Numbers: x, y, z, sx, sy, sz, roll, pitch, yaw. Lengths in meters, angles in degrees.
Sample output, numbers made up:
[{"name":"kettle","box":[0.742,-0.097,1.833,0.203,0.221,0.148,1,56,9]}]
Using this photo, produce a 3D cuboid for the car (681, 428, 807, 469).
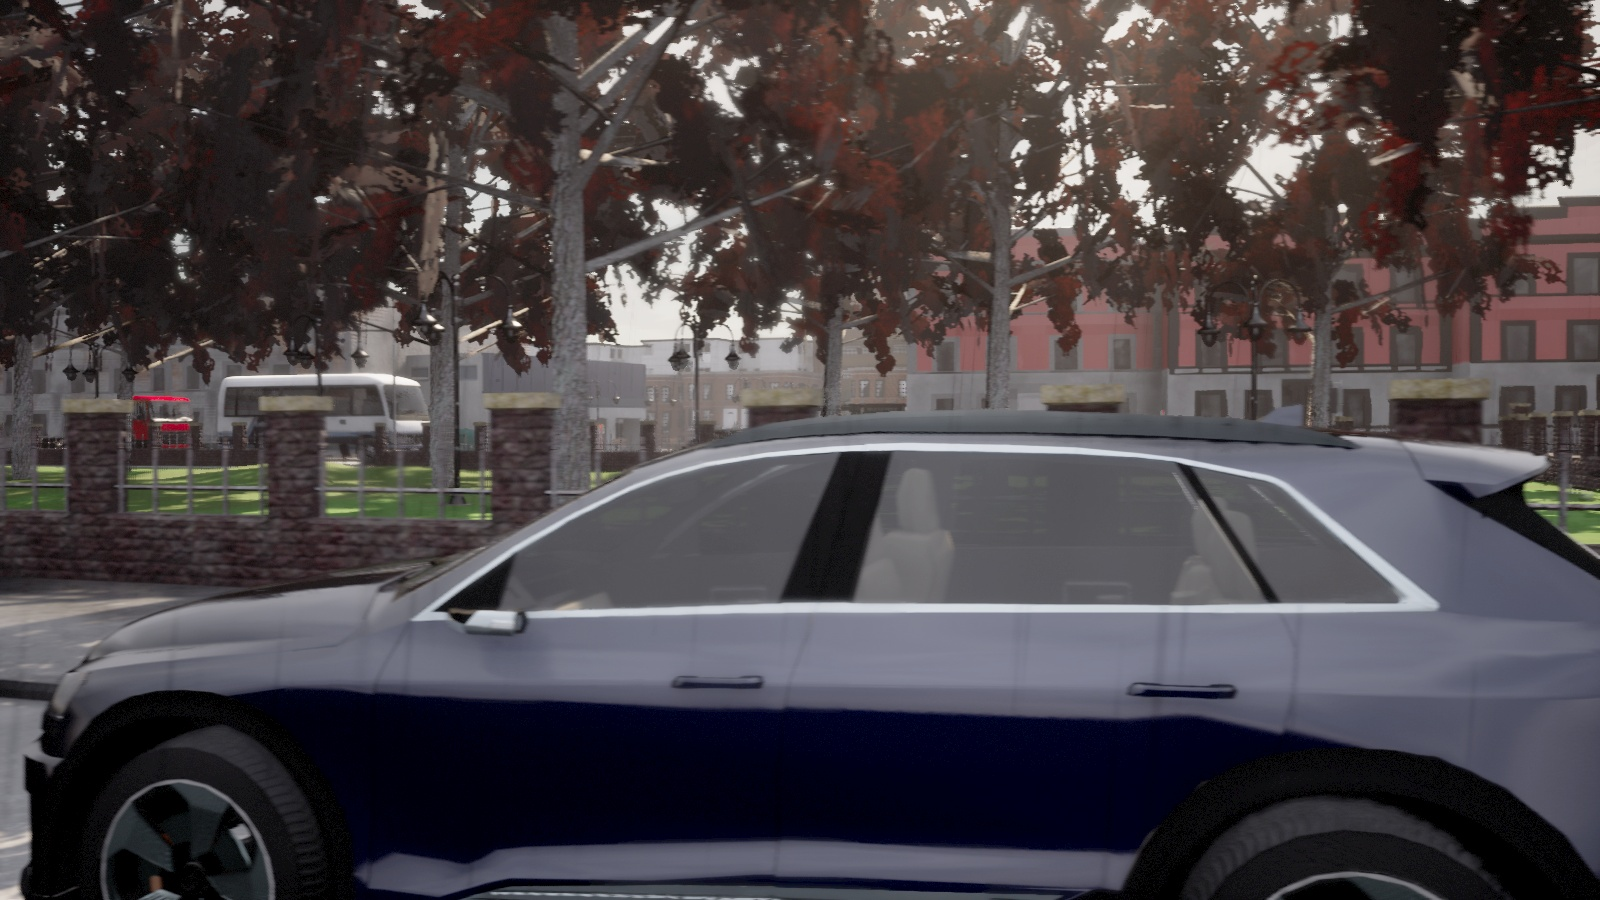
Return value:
[{"name":"car","box":[-2.315,-0.089,52.287,4.856,1.649,2.033,1,1,19]}]

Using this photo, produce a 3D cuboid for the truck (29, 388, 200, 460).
[{"name":"truck","box":[-34.406,-1.294,63.053,7.936,3.462,2.891,0,1,19]}]

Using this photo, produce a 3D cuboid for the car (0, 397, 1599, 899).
[{"name":"car","box":[0.023,0.695,3.875,4.856,1.649,2.033,0,1,15]}]

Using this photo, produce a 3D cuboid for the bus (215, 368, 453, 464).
[{"name":"bus","box":[-21.807,-1.574,58.822,10.273,4.253,3.944,1,1,19]}]
